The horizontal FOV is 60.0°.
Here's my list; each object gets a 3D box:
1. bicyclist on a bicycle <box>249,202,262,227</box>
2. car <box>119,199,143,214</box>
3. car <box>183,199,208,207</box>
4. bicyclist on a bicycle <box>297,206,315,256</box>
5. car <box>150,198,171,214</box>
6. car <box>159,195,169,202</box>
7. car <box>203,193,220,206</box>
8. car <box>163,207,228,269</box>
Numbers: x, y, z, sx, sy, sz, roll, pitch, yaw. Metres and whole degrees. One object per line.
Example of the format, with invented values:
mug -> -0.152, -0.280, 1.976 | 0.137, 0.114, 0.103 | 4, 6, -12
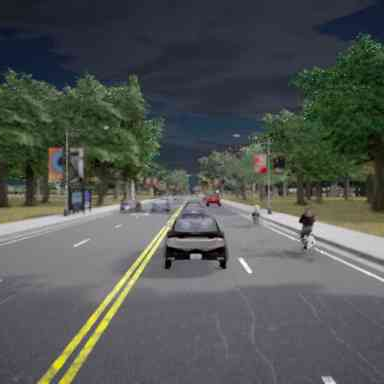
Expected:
bicyclist on a bicycle -> 4.177, 1.441, 21.671 | 0.866, 1.612, 1.509 | 0, 0, 0
car -> -6.567, 1.500, 36.149 | 2.128, 1.511, 4.902 | 0, 0, 0
car -> 0.119, 1.570, 29.197 | 1.994, 1.385, 4.181 | 0, 0, 0
bicyclist on a bicycle -> 4.151, 1.374, 12.192 | 0.659, 1.776, 1.843 | 0, 0, 0
car -> -3.318, 1.533, 36.084 | 1.812, 1.442, 4.674 | 0, 0, 0
car -> -6.447, 1.494, 76.714 | 1.994, 1.385, 4.181 | 0, 0, 0
car -> 3.387, 1.237, 54.063 | 2.150, 2.045, 5.566 | 0, 0, 0
car -> 0.107, 1.493, 11.196 | 2.128, 1.511, 4.902 | 0, 0, 0
